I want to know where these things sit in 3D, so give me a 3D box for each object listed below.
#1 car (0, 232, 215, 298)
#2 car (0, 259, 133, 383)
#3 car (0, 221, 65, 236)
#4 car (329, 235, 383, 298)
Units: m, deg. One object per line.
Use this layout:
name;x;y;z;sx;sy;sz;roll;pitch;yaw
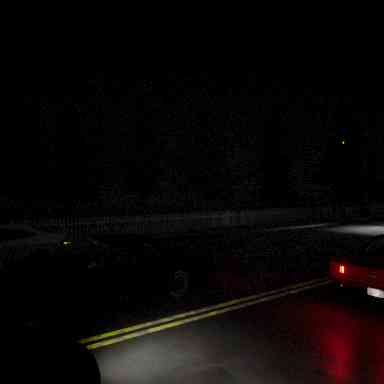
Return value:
car;-1.891;1.601;6.945;4.718;1.301;1.895;0;0;-36
car;-2.819;1.526;1.759;4.674;1.442;1.812;0;0;-36
car;-5.519;1.526;8.638;4.674;1.442;1.812;0;0;-36
car;5.254;1.601;7.519;4.718;1.301;1.895;0;0;-35
